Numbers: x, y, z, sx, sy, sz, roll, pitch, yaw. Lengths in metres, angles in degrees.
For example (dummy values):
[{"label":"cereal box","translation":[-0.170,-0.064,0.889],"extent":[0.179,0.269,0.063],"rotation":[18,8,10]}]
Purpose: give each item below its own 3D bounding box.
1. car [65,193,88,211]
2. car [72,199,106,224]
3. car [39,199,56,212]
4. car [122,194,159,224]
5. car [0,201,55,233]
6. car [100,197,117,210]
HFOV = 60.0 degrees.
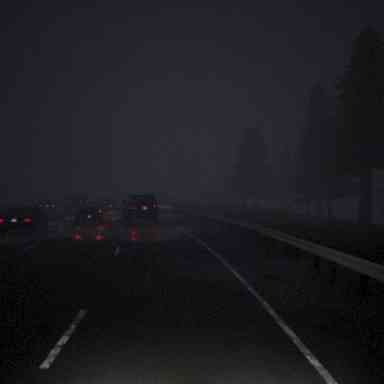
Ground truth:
[{"label":"car","translation":[-13.415,1.125,38.717],"extent":[2.150,2.045,5.566],"rotation":[0,0,-28]},{"label":"car","translation":[-7.492,1.466,24.261],"extent":[1.812,1.442,4.674],"rotation":[0,0,-17]},{"label":"car","translation":[-15.737,1.461,35.691],"extent":[2.033,1.411,5.357],"rotation":[0,0,-27]},{"label":"car","translation":[-3.892,1.157,24.562],"extent":[2.150,2.045,5.566],"rotation":[0,0,-17]},{"label":"car","translation":[-9.668,1.501,19.384],"extent":[2.033,1.411,5.357],"rotation":[0,0,-14]},{"label":"car","translation":[-10.522,1.398,40.560],"extent":[1.837,1.490,4.892],"rotation":[0,-1,-27]}]
